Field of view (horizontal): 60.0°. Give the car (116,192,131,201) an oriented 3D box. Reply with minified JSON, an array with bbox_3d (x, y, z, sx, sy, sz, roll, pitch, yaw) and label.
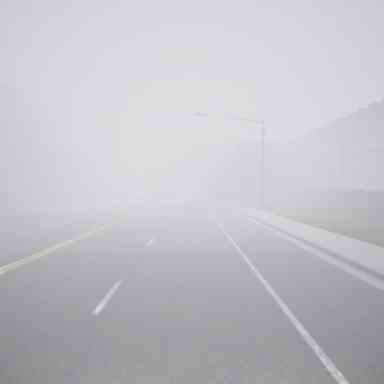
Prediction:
[{"bbox_3d":[-14.009,0.868,67.749,2.097,1.767,4.553,0,0,0],"label":"car"}]

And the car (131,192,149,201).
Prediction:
[{"bbox_3d":[-10.509,1.109,67.766,1.895,1.301,4.718,0,0,0],"label":"car"}]

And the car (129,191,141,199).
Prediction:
[{"bbox_3d":[-14.011,0.765,82.052,2.097,1.767,4.553,0,0,0],"label":"car"}]

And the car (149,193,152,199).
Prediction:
[{"bbox_3d":[-10.511,0.934,82.024,1.812,1.442,4.674,0,0,0],"label":"car"}]
